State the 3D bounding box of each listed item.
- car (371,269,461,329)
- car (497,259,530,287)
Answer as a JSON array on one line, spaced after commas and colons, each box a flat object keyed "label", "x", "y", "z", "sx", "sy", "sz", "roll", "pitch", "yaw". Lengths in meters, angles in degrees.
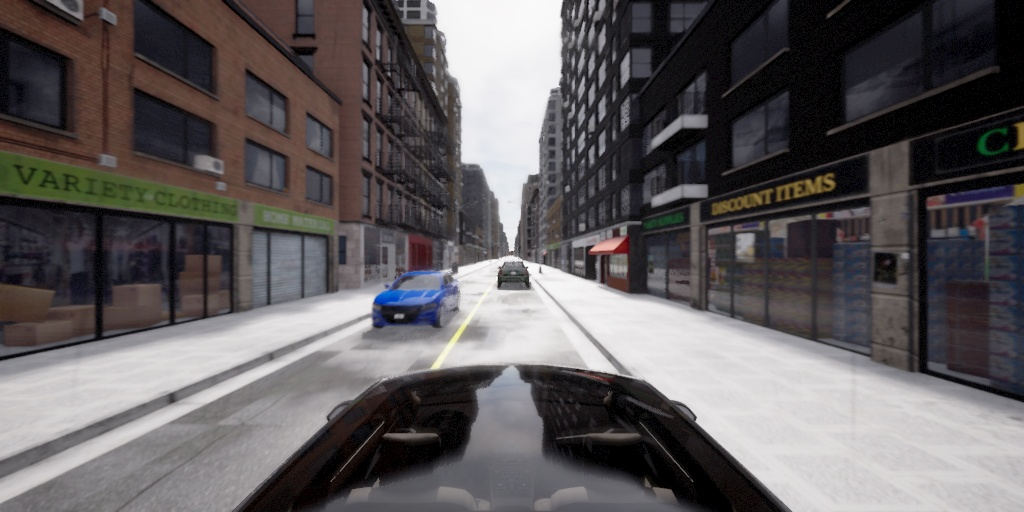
[{"label": "car", "x": -2.838, "y": 1.228, "z": 11.536, "sx": 1.882, "sy": 1.535, "sz": 5.008, "roll": 0, "pitch": 0, "yaw": 0}, {"label": "car", "x": 0.100, "y": 1.103, "z": 24.749, "sx": 2.097, "sy": 1.767, "sz": 4.553, "roll": 0, "pitch": 0, "yaw": 0}]
